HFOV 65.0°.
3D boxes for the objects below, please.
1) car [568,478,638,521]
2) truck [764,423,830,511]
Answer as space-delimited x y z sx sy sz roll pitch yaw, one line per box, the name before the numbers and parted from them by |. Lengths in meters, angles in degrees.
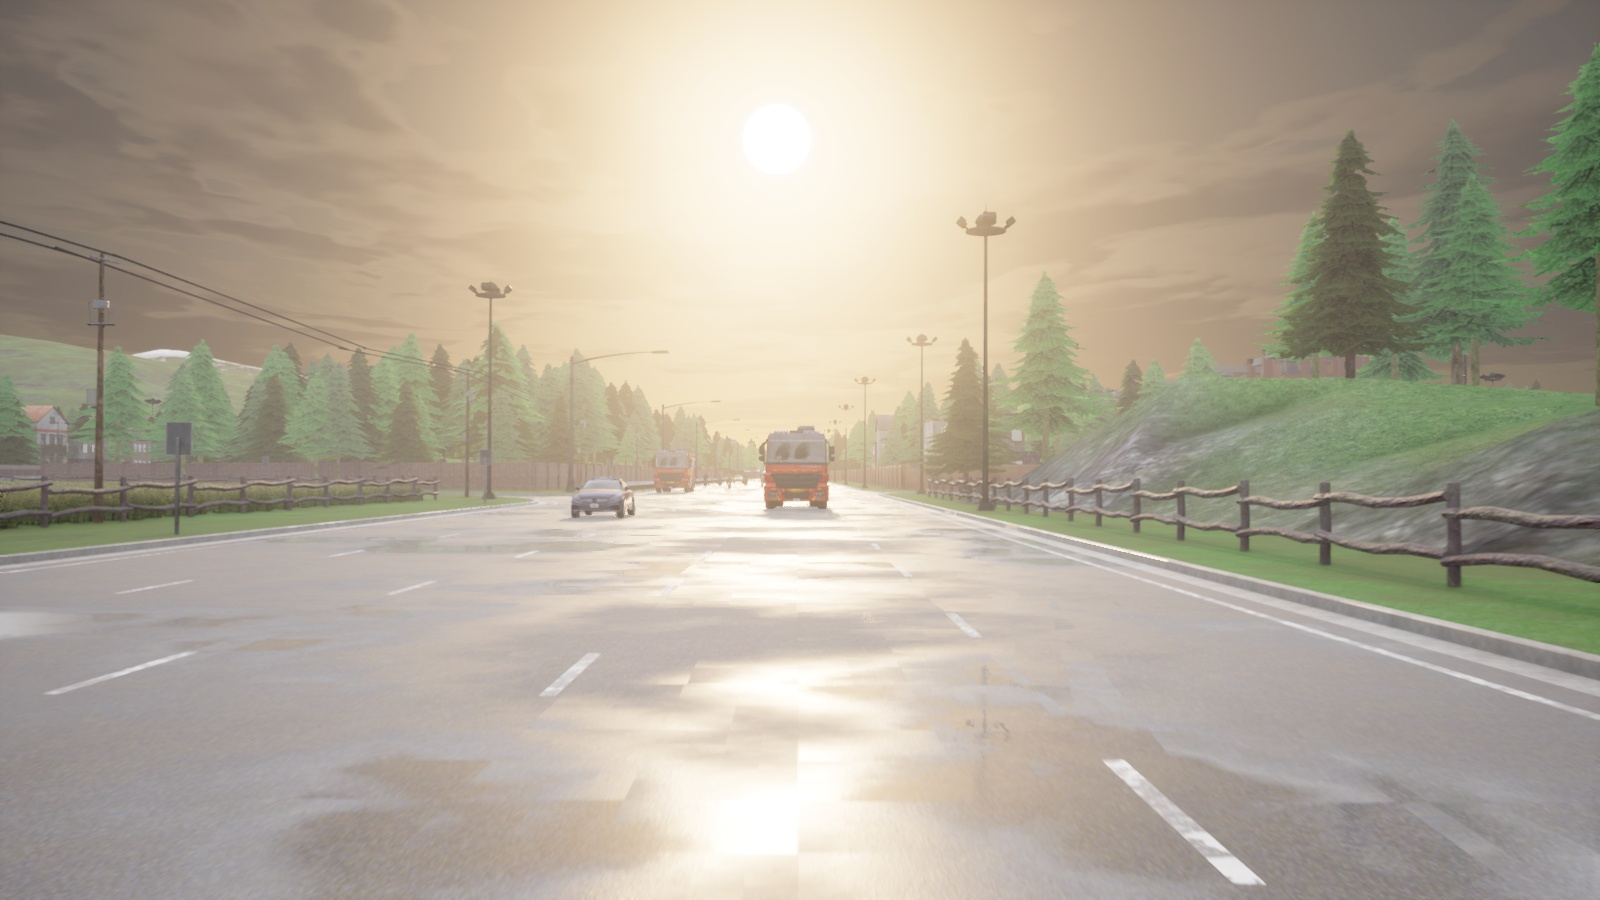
car | -7.113 1.760 45.733 1.812 1.442 4.674 0 -1 0
truck | -0.151 0.801 59.104 2.891 3.827 8.468 0 -1 0
